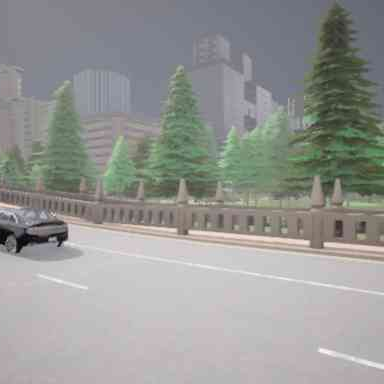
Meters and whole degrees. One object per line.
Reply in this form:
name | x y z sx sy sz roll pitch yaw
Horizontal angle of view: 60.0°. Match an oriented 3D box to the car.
car | -6.878 1.385 13.108 4.902 1.511 2.128 2 1 35
